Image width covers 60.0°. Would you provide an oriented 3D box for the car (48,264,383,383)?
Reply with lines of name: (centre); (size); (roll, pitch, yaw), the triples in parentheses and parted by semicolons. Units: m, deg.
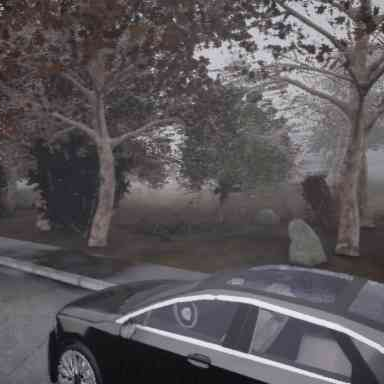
car: (0.594, 1.482, 3.140); (4.902, 1.511, 2.128); (1, 0, 36)
